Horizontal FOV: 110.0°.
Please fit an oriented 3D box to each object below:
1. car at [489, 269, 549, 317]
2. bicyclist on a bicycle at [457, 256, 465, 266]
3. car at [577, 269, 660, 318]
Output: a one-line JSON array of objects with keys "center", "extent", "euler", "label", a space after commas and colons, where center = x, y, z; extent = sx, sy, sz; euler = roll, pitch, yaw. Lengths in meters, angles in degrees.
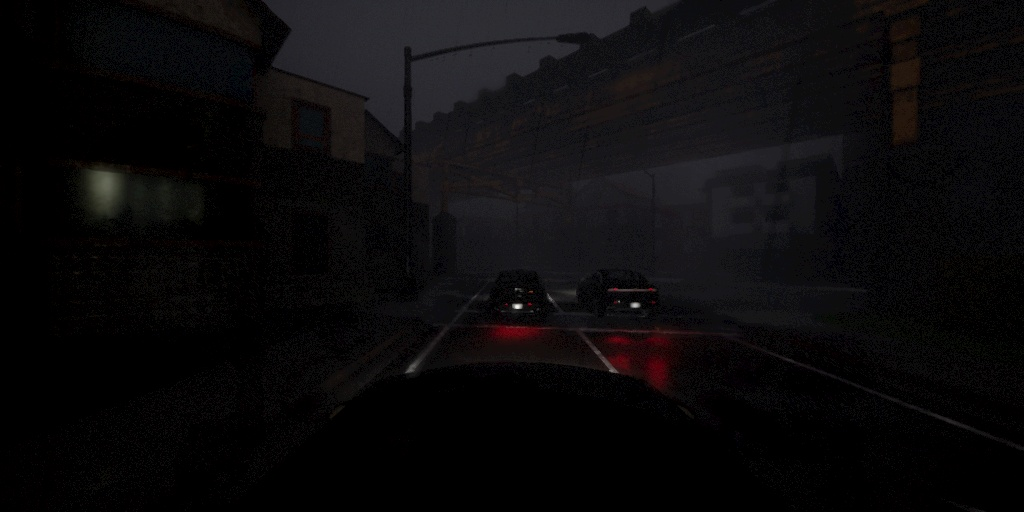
[{"center": [0.263, 1.223, 13.058], "extent": [1.837, 1.490, 4.892], "euler": [0, 0, 2], "label": "car"}, {"center": [-8.519, 0.886, 59.628], "extent": [1.656, 1.620, 0.582], "euler": [0, 0, -45], "label": "bicyclist on a bicycle"}, {"center": [3.592, 1.209, 12.855], "extent": [2.128, 1.511, 4.902], "euler": [0, 0, 0], "label": "car"}]
